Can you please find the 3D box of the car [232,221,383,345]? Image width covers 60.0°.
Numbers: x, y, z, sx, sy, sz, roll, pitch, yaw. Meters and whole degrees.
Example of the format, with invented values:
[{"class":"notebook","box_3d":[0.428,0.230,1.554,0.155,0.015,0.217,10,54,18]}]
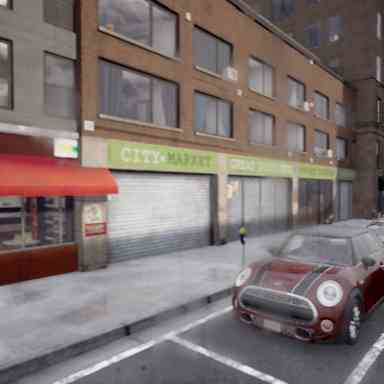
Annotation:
[{"class":"car","box_3d":[2.512,1.435,6.364,1.967,1.590,4.097,-1,0,42]}]
